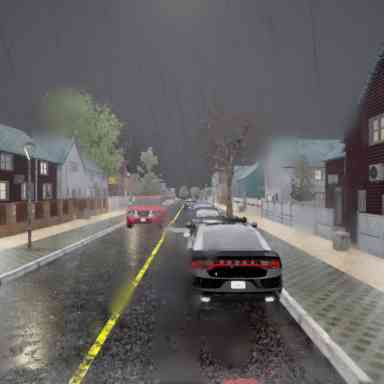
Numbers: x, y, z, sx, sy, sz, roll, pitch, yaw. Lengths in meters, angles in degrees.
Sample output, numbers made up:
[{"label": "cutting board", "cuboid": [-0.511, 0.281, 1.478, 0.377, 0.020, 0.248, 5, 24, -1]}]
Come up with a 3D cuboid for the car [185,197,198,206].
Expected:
[{"label": "car", "cuboid": [-0.136, 1.679, 58.084, 2.128, 1.511, 4.902, 0, 0, 0]}]

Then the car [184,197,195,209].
[{"label": "car", "cuboid": [-0.085, 1.595, 44.897, 2.128, 1.511, 4.902, 0, 0, 1]}]

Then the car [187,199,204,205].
[{"label": "car", "cuboid": [0.768, 1.500, 24.312, 1.882, 1.535, 5.008, 0, 0, 0]}]

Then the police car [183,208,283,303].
[{"label": "police car", "cuboid": [0.805, 1.426, 8.420, 1.930, 1.638, 5.238, 0, 0, 0]}]

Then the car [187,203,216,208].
[{"label": "car", "cuboid": [0.782, 1.536, 18.311, 1.812, 1.442, 4.674, 0, 0, 0]}]

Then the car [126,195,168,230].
[{"label": "car", "cuboid": [-2.801, 1.238, 21.773, 2.150, 2.045, 5.566, 0, 0, 0]}]
